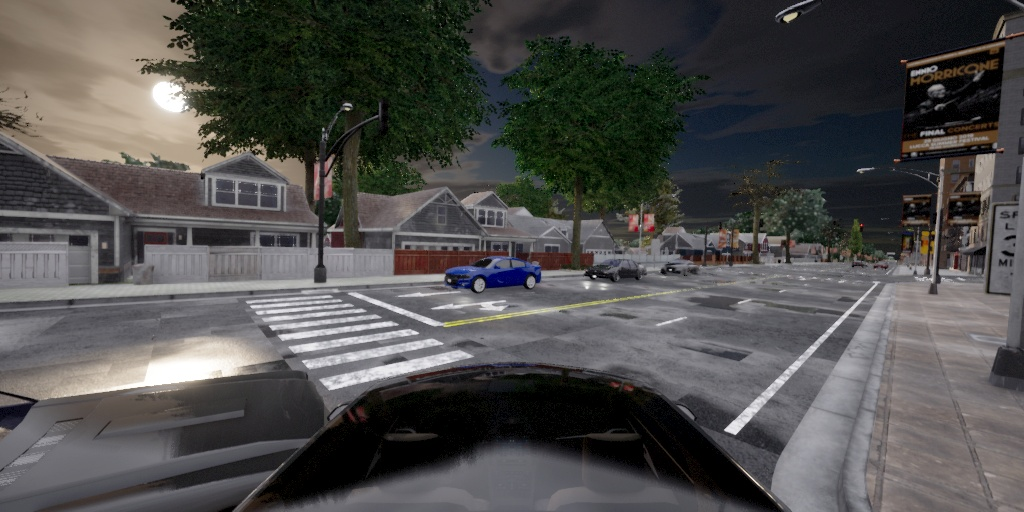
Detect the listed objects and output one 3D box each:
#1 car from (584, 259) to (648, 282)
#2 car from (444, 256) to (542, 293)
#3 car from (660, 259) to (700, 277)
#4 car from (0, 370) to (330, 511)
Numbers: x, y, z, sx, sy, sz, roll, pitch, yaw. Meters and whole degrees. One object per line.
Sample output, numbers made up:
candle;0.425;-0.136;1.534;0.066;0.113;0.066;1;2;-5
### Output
car;7.049;0.890;23.865;5.357;1.411;2.033;0;3;-43
car;-0.768;0.763;16.667;5.008;1.535;1.882;0;3;-43
car;14.373;0.962;30.586;4.181;1.385;1.994;0;3;-44
car;-3.325;1.281;1.540;4.718;1.301;1.895;1;2;-33
